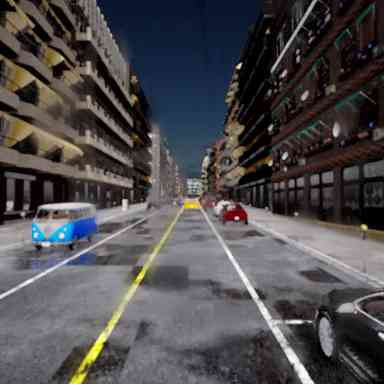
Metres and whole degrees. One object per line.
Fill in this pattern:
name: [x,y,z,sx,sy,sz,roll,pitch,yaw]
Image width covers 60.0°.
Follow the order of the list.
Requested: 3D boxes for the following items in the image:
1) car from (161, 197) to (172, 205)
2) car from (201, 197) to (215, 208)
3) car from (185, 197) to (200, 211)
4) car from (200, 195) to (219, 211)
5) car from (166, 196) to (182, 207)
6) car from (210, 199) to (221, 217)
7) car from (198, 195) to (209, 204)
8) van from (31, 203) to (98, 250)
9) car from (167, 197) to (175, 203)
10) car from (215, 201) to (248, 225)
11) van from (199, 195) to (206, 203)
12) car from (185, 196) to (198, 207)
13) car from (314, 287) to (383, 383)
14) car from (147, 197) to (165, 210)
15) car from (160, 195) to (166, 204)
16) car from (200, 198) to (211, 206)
car: [-5.321,1.855,69.496,1.887,1.381,4.507,1,0,0]
car: [2.534,1.652,52.850,1.967,1.590,4.097,1,0,0]
car: [0.025,1.641,43.071,1.882,1.535,5.008,0,0,0]
car: [2.541,1.470,41.788,2.192,1.841,5.009,1,0,0]
car: [-2.830,1.727,57.158,2.128,1.511,4.902,0,0,0]
car: [3.014,1.636,31.703,1.812,1.442,4.674,0,0,0]
car: [2.529,1.663,74.976,2.192,1.841,5.009,1,0,0]
van: [-5.295,1.383,14.191,1.690,1.788,3.998,2,0,0]
car: [-5.327,2.009,86.089,1.802,1.307,4.206,1,0,0]
car: [3.016,1.606,24.701,1.812,1.442,4.674,0,0,0]
van: [2.526,1.728,80.508,1.690,1.788,3.998,1,0,0]
car: [0.007,1.583,55.740,2.097,1.767,4.553,0,0,0]
car: [2.583,1.559,3.071,2.008,1.369,4.403,1,0,0]
car: [-5.313,1.748,47.375,1.947,1.339,4.313,1,0,0]
car: [-5.313,1.591,63.966,2.192,1.841,5.009,1,0,0]
car: [2.528,1.857,63.912,1.802,1.307,4.206,1,0,0]
